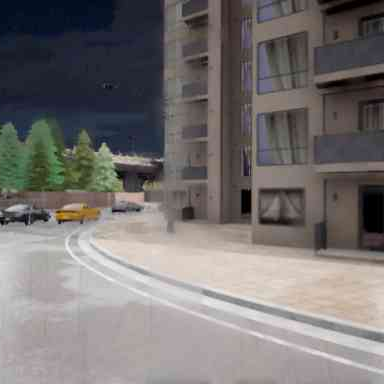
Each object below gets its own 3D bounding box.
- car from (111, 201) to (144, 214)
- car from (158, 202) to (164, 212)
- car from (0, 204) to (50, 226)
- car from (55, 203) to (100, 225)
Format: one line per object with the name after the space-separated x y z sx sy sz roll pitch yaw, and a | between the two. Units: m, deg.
-7.592 1.793 39.540 1.994 1.385 4.181 0 0 28 | car
-2.405 1.789 41.592 1.812 1.442 4.674 0 0 31 | car
-12.166 1.636 24.438 1.812 1.442 4.674 0 0 1 | car
-8.701 1.611 25.753 1.882 1.535 5.008 0 0 4 | car
